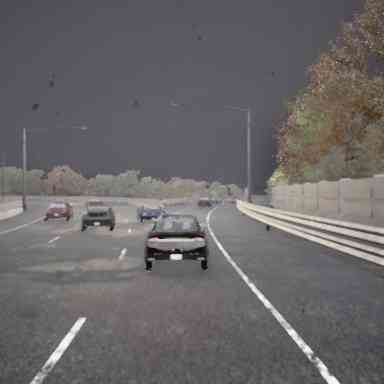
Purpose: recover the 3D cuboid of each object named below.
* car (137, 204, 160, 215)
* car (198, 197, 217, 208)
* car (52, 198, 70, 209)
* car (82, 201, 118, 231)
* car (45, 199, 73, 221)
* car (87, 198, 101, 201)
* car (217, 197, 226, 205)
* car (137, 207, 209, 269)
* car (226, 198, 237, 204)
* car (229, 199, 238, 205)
[{"bbox_3d":[-3.307,1.619,26.062,1.895,1.301,4.718,0,0,-13],"label":"car"},{"bbox_3d":[2.079,1.484,49.019,1.882,1.535,5.008,0,0,10],"label":"car"},{"bbox_3d":[-18.905,1.640,47.816,1.994,1.385,4.181,0,0,-26],"label":"car"},{"bbox_3d":[-5.815,1.530,21.042,1.837,1.490,4.892,0,0,-11],"label":"car"},{"bbox_3d":[-10.962,1.570,27.605,1.812,1.442,4.674,0,0,-15],"label":"car"},{"bbox_3d":[-12.643,1.531,42.785,1.882,1.535,5.008,0,0,-23],"label":"car"},{"bbox_3d":[4.547,1.629,61.269,1.895,1.301,4.718,0,-1,12],"label":"car"},{"bbox_3d":[-0.485,1.496,11.185,2.128,1.511,4.902,0,0,-2],"label":"car"},{"bbox_3d":[9.164,2.207,82.542,2.033,1.411,5.357,0,-3,13],"label":"car"},{"bbox_3d":[11.563,2.802,92.672,1.895,1.301,4.718,0,-4,14],"label":"car"}]
